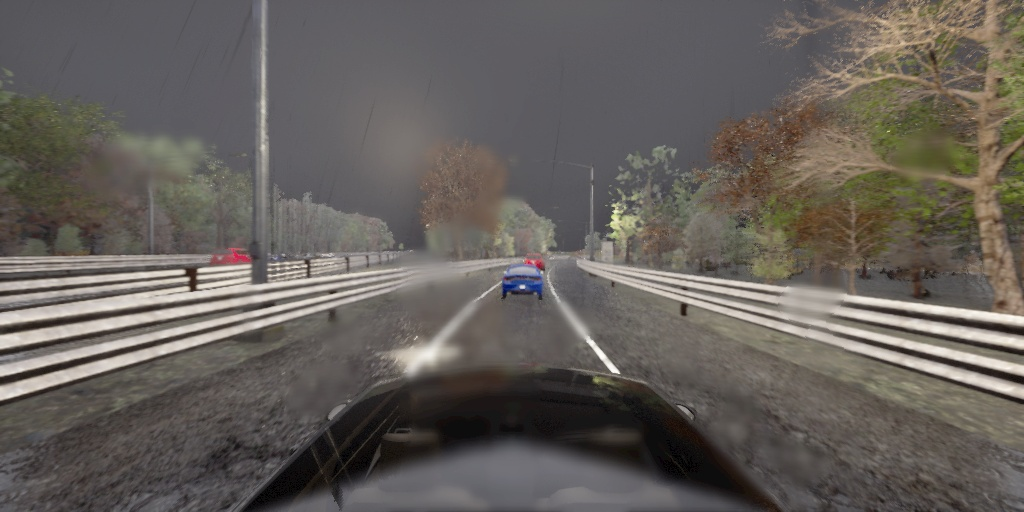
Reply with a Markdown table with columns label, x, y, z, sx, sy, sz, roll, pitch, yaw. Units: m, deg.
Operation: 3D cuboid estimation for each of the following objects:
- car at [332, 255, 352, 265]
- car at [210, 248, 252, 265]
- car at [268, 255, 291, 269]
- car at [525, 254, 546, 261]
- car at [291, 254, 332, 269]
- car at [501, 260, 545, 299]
| label | x | y | z | sx | sy | sz | roll | pitch | yaw |
| --- | --- | --- | --- | --- | --- | --- | --- | --- | --- |
| car | -23.026 | 0.512 | 48.209 | 2.033 | 1.411 | 5.357 | 0 | 1 | -13 |
| car | -27.091 | 0.292 | 35.250 | 2.150 | 2.045 | 5.566 | 0 | 0 | -13 |
| car | -23.680 | 0.614 | 36.029 | 1.812 | 1.442 | 4.674 | 0 | 0 | -13 |
| car | 2.609 | 0.772 | 40.919 | 2.150 | 2.045 | 5.566 | 0 | 1 | 7 |
| car | -20.128 | 0.610 | 36.215 | 1.837 | 1.490 | 4.892 | 0 | 0 | -13 |
| car | 0.558 | 1.152 | 17.701 | 1.882 | 1.535 | 5.008 | 0 | 0 | 3 |
